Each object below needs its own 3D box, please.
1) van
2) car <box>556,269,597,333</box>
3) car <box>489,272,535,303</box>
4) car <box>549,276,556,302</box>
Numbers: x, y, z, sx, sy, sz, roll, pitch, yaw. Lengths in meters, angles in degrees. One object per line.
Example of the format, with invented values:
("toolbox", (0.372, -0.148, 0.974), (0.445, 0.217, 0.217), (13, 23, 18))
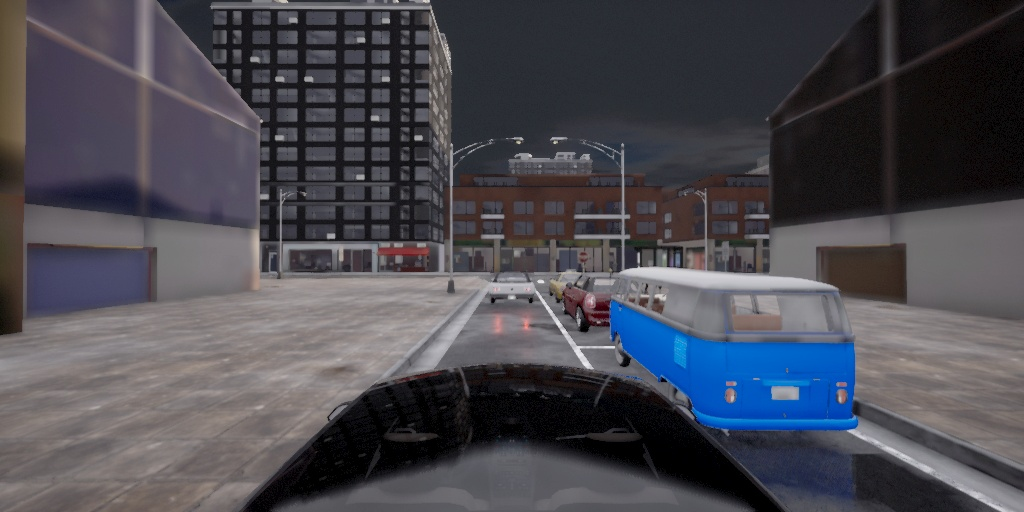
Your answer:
("van", (2.638, 1.088, 5.313), (1.690, 1.789, 3.998), (0, 0, 0))
("car", (2.638, 1.190, 10.750), (1.967, 1.591, 4.097), (0, 0, 0))
("car", (0.000, 1.370, 16.530), (1.895, 1.301, 4.718), (0, 0, 0))
("car", (2.638, 1.278, 16.358), (1.751, 1.417, 4.829), (0, 0, 0))
